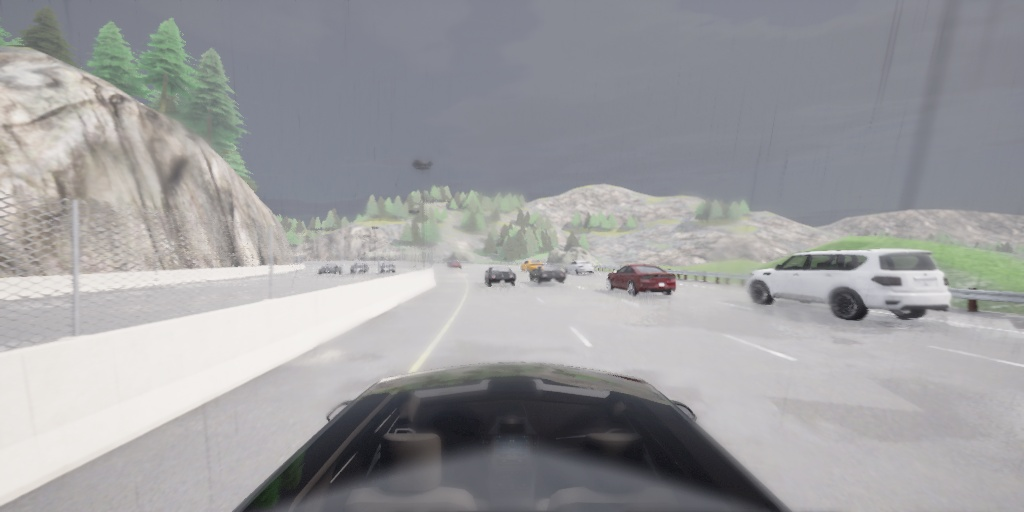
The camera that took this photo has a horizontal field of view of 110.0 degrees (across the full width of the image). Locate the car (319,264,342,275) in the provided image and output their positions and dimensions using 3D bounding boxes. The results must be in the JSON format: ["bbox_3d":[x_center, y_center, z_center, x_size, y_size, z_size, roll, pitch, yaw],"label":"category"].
[{"bbox_3d":[-23.019,1.702,45.507,1.994,1.385,4.181,-1,0,-15],"label":"car"}]

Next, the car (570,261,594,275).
[{"bbox_3d":[7.308,1.214,38.961,1.812,1.442,4.674,0,0,-11],"label":"car"}]

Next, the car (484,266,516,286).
[{"bbox_3d":[-0.957,1.387,25.830,1.895,1.301,4.718,-1,0,-8],"label":"car"}]

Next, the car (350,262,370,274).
[{"bbox_3d":[-19.636,1.564,46.401,2.128,1.511,4.902,-1,0,-15],"label":"car"}]

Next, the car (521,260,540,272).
[{"bbox_3d":[2.488,1.236,45.129,1.882,1.535,5.008,0,0,-14],"label":"car"}]

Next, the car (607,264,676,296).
[{"bbox_3d":[6.536,1.157,18.693,1.882,1.535,5.008,0,0,-5],"label":"car"}]

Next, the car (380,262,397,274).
[{"bbox_3d":[-16.106,1.502,46.673,2.128,1.511,4.902,-1,0,-14],"label":"car"}]

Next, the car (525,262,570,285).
[{"bbox_3d":[2.493,1.341,26.397,1.895,1.301,4.718,-1,0,-8],"label":"car"}]

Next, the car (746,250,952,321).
[{"bbox_3d":[10.609,0.840,12.014,2.150,2.045,5.566,0,0,-4],"label":"car"}]
